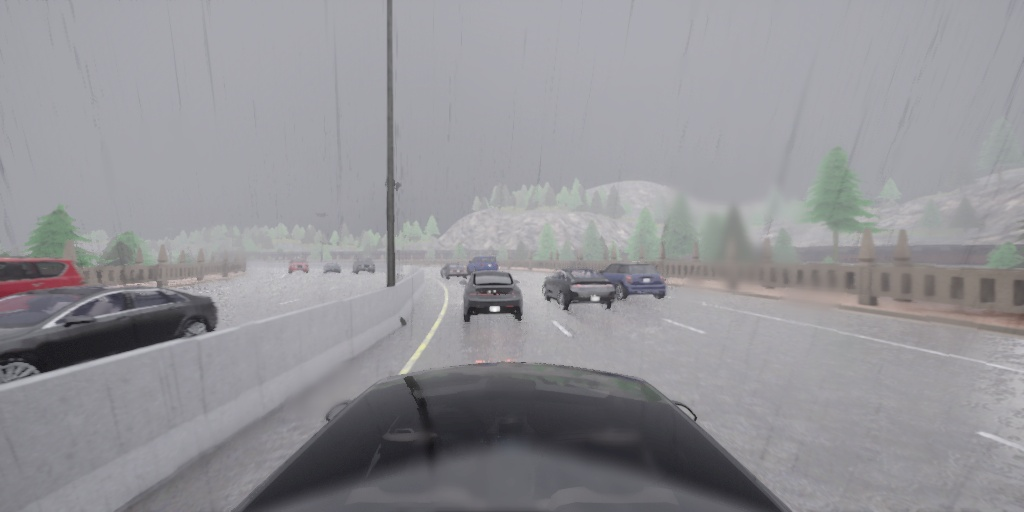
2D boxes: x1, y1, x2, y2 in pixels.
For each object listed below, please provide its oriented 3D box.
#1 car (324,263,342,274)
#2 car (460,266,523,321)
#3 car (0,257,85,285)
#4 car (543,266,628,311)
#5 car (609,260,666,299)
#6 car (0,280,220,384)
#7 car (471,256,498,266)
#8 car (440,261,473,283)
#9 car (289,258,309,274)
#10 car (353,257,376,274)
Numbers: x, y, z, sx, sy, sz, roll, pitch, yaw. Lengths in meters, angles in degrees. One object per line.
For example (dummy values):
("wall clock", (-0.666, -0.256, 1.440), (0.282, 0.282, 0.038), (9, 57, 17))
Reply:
("car", (-22.984, 1.570, 45.848), (2.033, 1.411, 5.357), (0, 0, -30))
("car", (-0.762, 1.268, 12.651), (1.837, 1.490, 4.892), (0, 0, -6))
("car", (-14.577, 1.050, 9.201), (2.150, 2.045, 5.566), (0, 0, -6))
("car", (2.529, 1.240, 14.504), (2.128, 1.511, 4.902), (0, 0, -7))
("car", (5.544, 1.088, 17.733), (2.097, 1.767, 4.553), (0, 0, -9))
("car", (-7.373, 1.278, 5.982), (2.128, 1.511, 4.902), (0, 0, -4))
("car", (-3.068, 1.043, 36.872), (2.150, 2.045, 5.566), (0, 0, -21))
("car", (-5.438, 1.379, 33.215), (2.033, 1.411, 5.357), (0, 0, -19))
("car", (-29.113, 1.317, 48.964), (2.150, 2.045, 5.566), (0, 0, -34))
("car", (-18.784, 1.200, 45.492), (2.150, 2.045, 5.566), (0, 0, -29))
